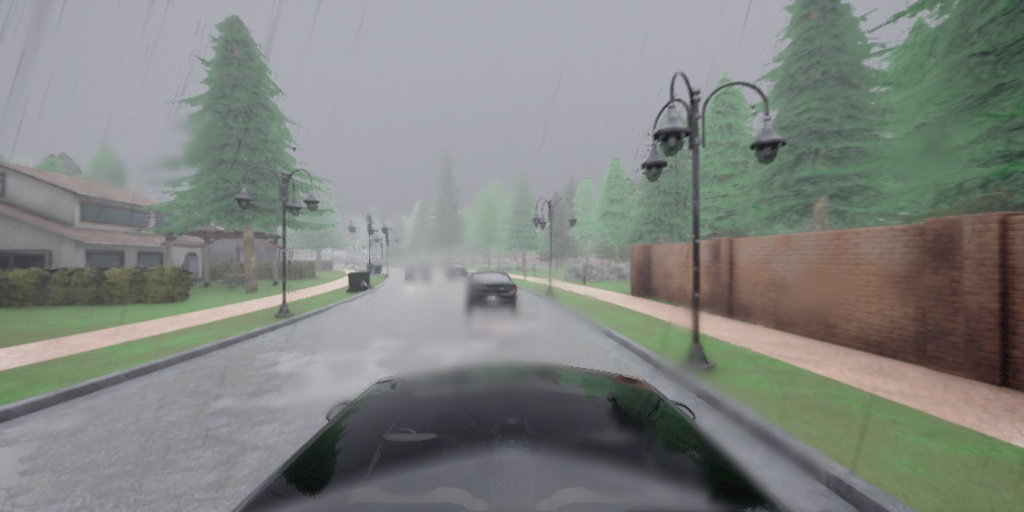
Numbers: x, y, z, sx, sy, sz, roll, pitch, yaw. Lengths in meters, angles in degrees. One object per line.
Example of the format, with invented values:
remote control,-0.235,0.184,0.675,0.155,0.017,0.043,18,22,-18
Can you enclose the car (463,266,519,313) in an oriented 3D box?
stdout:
car,-0.921,1.303,14.464,1.882,1.535,5.008,0,0,-7

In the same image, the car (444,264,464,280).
car,-5.306,1.482,34.486,1.812,1.442,4.674,0,0,-17

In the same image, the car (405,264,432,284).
car,-7.744,1.433,29.702,2.128,1.511,4.902,0,0,-16
